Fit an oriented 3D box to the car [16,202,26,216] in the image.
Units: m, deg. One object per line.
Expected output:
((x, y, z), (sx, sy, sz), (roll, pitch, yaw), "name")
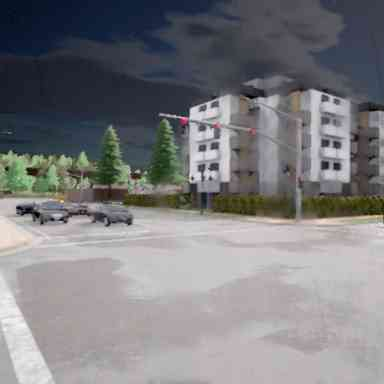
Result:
((-16.075, 1.637, 32.852), (1.895, 1.301, 4.718), (1, 0, -34), "car")

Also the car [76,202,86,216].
((-10.775, 1.627, 31.265), (1.994, 1.385, 4.181), (1, 0, -33), "car")

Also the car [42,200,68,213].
((-16.332, 1.664, 39.523), (1.895, 1.301, 4.718), (1, 0, -34), "car")

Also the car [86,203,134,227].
((-5.800, 1.568, 23.895), (1.837, 1.490, 4.892), (1, 0, -34), "car")

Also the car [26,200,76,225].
((-10.518, 1.528, 24.623), (2.128, 1.511, 4.902), (1, 0, -34), "car")
